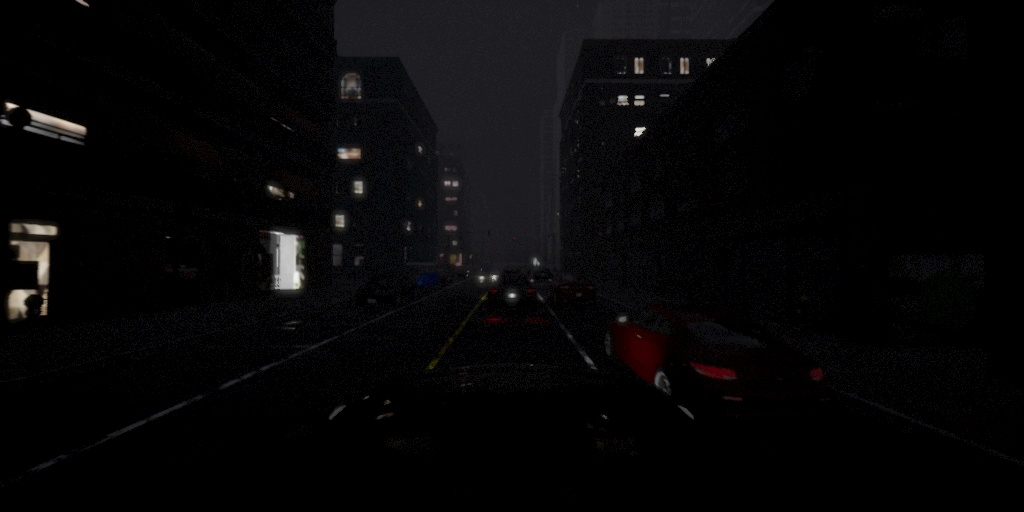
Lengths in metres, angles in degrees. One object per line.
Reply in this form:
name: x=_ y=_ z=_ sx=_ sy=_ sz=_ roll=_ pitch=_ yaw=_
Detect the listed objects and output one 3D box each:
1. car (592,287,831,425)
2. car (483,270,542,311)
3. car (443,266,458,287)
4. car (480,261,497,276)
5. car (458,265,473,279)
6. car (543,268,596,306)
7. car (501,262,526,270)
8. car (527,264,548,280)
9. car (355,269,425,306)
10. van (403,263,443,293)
car: x=2.693 y=1.374 z=5.646 sx=1.802 sy=1.307 sz=4.207 roll=0 pitch=0 yaw=0
car: x=0.022 y=1.458 z=15.266 sx=1.994 sy=1.385 sz=4.181 roll=0 pitch=-1 yaw=0
car: x=-5.687 y=1.573 z=27.752 sx=1.888 sy=1.381 sz=4.507 roll=0 pitch=0 yaw=0
car: x=-3.024 y=1.711 z=46.644 sx=1.882 sy=1.535 sz=5.008 roll=0 pitch=-1 yaw=1
car: x=-5.686 y=1.713 z=38.798 sx=1.948 sy=1.339 sz=4.313 roll=0 pitch=0 yaw=0
car: x=2.694 y=1.454 z=16.692 sx=1.888 sy=1.381 sz=4.507 roll=0 pitch=0 yaw=0
car: x=0.034 y=1.541 z=31.086 sx=1.882 sy=1.535 sz=5.008 roll=0 pitch=0 yaw=1
car: x=2.695 y=1.653 z=33.262 sx=1.948 sy=1.339 sz=4.313 roll=0 pitch=0 yaw=0
car: x=-5.688 y=1.475 z=16.705 sx=1.948 sy=1.339 sz=4.313 roll=0 pitch=0 yaw=0
van: x=-5.687 y=1.309 z=22.229 sx=1.690 sy=1.789 sz=3.998 roll=0 pitch=0 yaw=0
